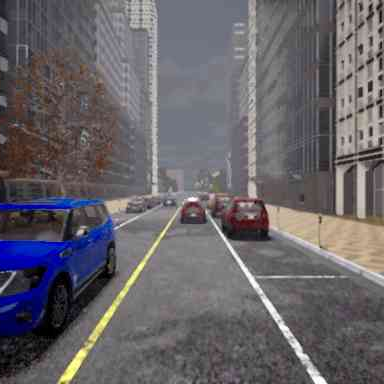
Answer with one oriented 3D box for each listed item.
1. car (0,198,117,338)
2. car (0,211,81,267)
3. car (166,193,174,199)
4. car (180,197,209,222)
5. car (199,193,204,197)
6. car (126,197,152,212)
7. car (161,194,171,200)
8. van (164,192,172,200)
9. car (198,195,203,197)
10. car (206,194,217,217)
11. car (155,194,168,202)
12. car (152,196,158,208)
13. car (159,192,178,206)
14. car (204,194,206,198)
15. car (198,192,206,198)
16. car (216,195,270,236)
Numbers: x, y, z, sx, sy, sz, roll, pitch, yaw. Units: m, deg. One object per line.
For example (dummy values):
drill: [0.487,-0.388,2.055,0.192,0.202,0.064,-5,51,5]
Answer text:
car: [-3.100,1.183,6.898,2.150,2.045,5.566,0,0,0]
car: [-5.689,1.485,11.862,2.008,1.369,4.403,0,0,0]
car: [-5.693,1.057,85.860,1.802,1.307,4.206,0,0,0]
car: [0.095,1.385,25.034,1.812,1.442,4.674,0,0,0]
car: [2.688,1.154,68.771,1.947,1.339,4.313,0,0,0]
car: [-5.690,1.353,34.631,2.008,1.369,4.403,0,0,0]
car: [-5.692,1.095,74.476,1.887,1.381,4.507,0,0,0]
van: [-5.692,0.854,80.167,1.690,1.788,3.998,0,0,0]
car: [0.097,1.357,42.212,1.895,1.301,4.718,0,0,0]
car: [2.692,1.151,28.926,2.192,1.841,5.009,0,0,0]
car: [-5.692,1.175,63.091,2.008,1.369,4.403,0,0,0]
car: [-5.691,1.334,40.323,1.947,1.339,4.313,0,0,0]
car: [-3.090,1.216,47.096,2.128,1.511,4.902,0,1,0]
car: [2.690,1.293,40.480,1.752,1.417,4.829,0,0,0]
car: [2.688,0.877,91.537,1.967,1.590,4.097,0,0,0]
car: [2.693,1.217,17.541,2.192,1.841,5.009,0,0,0]
